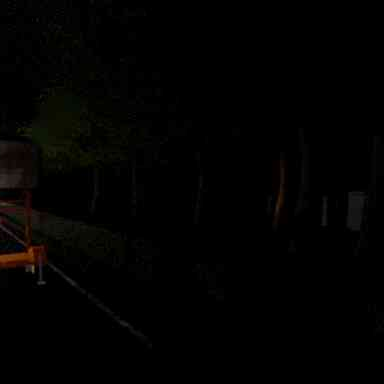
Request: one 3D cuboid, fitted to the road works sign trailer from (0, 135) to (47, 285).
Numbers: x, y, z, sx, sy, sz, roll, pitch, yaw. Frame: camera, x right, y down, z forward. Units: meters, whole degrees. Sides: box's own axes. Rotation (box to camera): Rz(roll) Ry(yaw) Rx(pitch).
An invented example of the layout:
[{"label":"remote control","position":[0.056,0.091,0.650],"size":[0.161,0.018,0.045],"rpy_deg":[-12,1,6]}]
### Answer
[{"label":"road works sign trailer","position":[-5.131,0.350,8.337],"size":[2.380,3.560,2.880],"rpy_deg":[0,0,-36]}]
